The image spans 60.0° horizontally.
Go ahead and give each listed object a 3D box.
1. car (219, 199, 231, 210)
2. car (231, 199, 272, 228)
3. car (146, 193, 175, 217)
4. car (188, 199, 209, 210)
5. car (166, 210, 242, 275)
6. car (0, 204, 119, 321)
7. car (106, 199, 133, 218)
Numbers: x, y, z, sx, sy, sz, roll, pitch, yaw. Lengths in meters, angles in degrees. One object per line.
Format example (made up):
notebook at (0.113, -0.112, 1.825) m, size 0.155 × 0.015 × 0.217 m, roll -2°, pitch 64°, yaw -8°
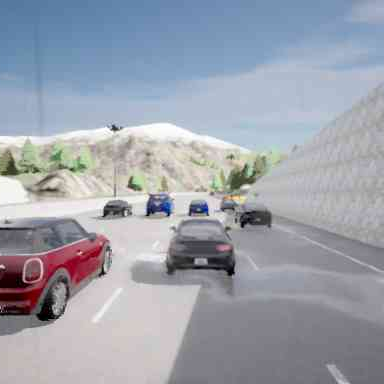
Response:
car at (4.271, 1.511, 39.060) m, size 2.033 × 1.411 × 5.357 m, roll 0°, pitch 0°, yaw 1°
car at (3.972, 1.467, 22.182) m, size 1.882 × 1.535 × 5.008 m, roll 0°, pitch 0°, yaw 1°
car at (-2.877, 1.150, 30.688) m, size 2.150 × 2.045 × 5.566 m, roll 0°, pitch 0°, yaw 1°
car at (0.653, 1.427, 32.411) m, size 1.882 × 1.535 × 5.008 m, roll 0°, pitch 0°, yaw 1°
car at (0.260, 1.510, 10.325) m, size 1.812 × 1.442 × 4.674 m, roll 0°, pitch 0°, yaw 1°
car at (-3.292, 1.317, 7.399) m, size 2.097 × 1.767 × 4.553 m, roll 0°, pitch 0°, yaw 1°
car at (-6.407, 1.411, 29.116) m, size 1.837 × 1.490 × 4.892 m, roll 0°, pitch 0°, yaw 1°
